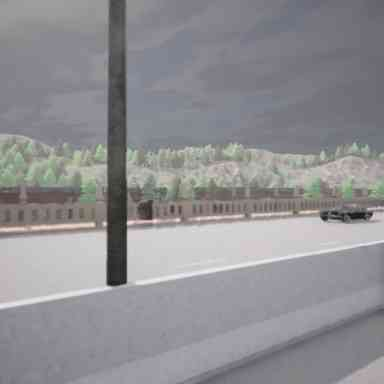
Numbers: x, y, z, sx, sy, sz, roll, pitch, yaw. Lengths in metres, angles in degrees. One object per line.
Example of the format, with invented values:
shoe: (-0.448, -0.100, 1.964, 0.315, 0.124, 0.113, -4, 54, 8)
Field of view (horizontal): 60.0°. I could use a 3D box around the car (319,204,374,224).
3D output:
car: (11.727, 1.602, 25.253, 4.718, 1.301, 1.895, 0, 0, -35)
